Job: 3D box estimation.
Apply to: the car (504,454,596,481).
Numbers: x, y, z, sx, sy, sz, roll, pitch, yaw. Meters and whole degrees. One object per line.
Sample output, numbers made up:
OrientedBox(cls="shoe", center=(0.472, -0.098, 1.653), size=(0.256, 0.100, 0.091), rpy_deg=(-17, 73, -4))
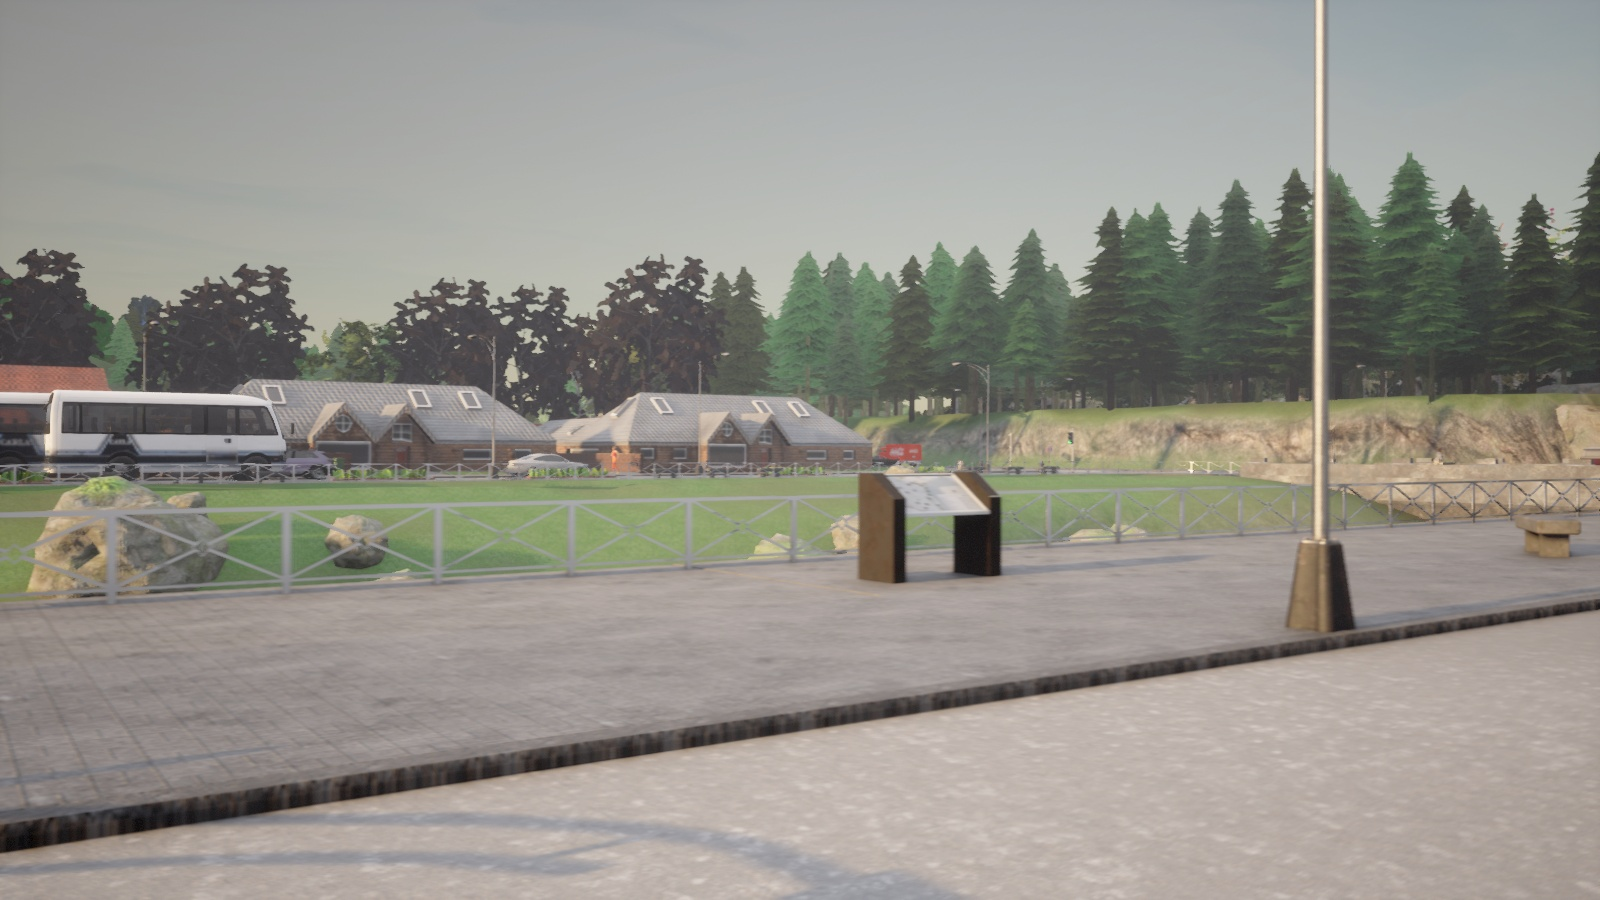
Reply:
OrientedBox(cls="car", center=(-13.884, 0.971, 69.734), size=(4.674, 1.442, 1.812), rpy_deg=(0, 0, -35))

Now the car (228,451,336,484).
OrientedBox(cls="car", center=(-26.987, 0.892, 65.491), size=(4.856, 1.649, 2.033), rpy_deg=(0, 0, -35))

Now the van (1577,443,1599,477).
OrientedBox(cls="van", center=(47.673, 0.574, 72.489), size=(1.775, 1.987, 4.442), rpy_deg=(0, 0, -35))

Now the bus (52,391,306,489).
OrientedBox(cls="bus", center=(-29.118, -0.425, 59.134), size=(10.273, 4.253, 3.944), rpy_deg=(0, 0, -35))

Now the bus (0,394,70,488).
OrientedBox(cls="bus", center=(-39.229, -0.409, 56.979), size=(10.273, 4.253, 3.944), rpy_deg=(0, 0, -35))
